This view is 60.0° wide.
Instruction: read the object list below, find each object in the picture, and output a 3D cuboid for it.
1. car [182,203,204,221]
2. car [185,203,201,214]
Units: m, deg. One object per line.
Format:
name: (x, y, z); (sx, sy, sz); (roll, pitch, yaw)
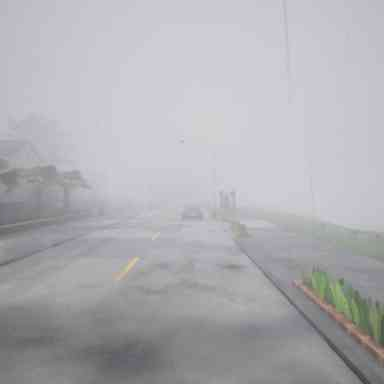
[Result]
car: (0.075, 1.895, 31.103); (1.994, 1.385, 4.181); (0, -1, 1)
car: (0.074, 2.048, 42.070); (1.895, 1.301, 4.718); (0, -1, 0)
